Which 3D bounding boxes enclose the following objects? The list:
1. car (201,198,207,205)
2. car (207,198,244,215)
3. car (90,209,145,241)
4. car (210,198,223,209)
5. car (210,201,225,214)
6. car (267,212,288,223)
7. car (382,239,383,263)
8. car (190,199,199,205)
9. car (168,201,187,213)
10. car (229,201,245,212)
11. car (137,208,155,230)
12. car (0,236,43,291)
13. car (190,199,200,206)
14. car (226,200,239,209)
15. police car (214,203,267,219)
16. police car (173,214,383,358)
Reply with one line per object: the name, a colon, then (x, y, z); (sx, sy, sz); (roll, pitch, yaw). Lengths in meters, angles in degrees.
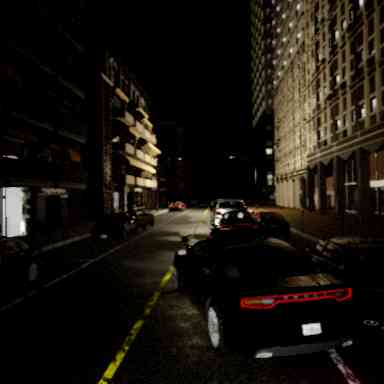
car: (3.534, 2.432, 89.295); (2.097, 1.767, 4.553); (-1, -1, 4)
car: (2.413, 1.461, 22.506); (2.150, 2.045, 5.566); (-1, -1, 0)
car: (-4.230, 1.866, 18.728); (1.947, 1.339, 4.313); (-1, -1, 4)
car: (4.303, 2.012, 58.164); (2.097, 1.767, 4.553); (-1, -1, 4)
car: (3.304, 1.998, 43.804); (1.837, 1.490, 4.892); (-1, 0, 5)
car: (4.129, 1.721, 18.129); (1.947, 1.339, 4.313); (-1, -1, 4)
car: (3.319, 1.581, 6.863); (2.008, 1.369, 4.403); (-1, -1, 4)
car: (0.626, 2.640, 86.332); (2.008, 1.369, 4.403); (-1, -1, 4)
car: (-2.209, 2.062, 46.898); (1.967, 1.590, 4.097); (-1, -1, 4)
car: (6.151, 2.022, 46.298); (1.887, 1.381, 4.507); (-1, -1, 4)
car: (-3.838, 1.887, 24.193); (1.752, 1.417, 4.829); (-1, -1, 4)
car: (-5.039, 1.725, 7.460); (2.008, 1.369, 4.403); (-1, -1, 4)
car: (0.220, 2.572, 80.699); (2.008, 1.369, 4.403); (-1, -1, 4)
car: (6.960, 2.159, 57.565); (2.008, 1.369, 4.403); (-1, -1, 4)
police car: (2.222, 1.593, 16.587); (1.930, 1.638, 5.238); (-1, -1, 4)
police car: (0.846, 1.492, 6.537); (1.930, 1.638, 5.238); (-1, -1, -13)
